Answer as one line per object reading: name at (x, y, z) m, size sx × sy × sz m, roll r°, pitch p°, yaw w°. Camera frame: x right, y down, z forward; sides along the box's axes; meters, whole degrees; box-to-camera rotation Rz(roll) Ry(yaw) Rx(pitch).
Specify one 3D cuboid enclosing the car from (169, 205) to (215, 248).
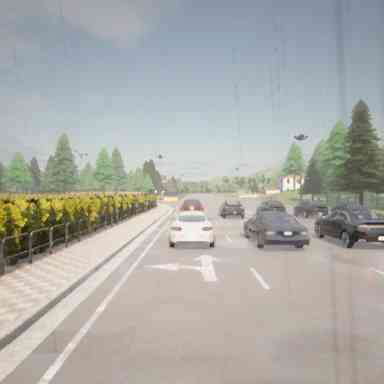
car at (0.000, 1.530, 14.650) m, size 1.812 × 1.442 × 4.674 m, roll 0°, pitch 0°, yaw 0°

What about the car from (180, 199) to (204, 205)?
car at (0.000, 1.363, 29.620) m, size 2.097 × 1.767 × 4.553 m, roll 0°, pitch 0°, yaw 0°

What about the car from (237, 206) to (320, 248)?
car at (3.500, 1.560, 14.650) m, size 2.033 × 1.411 × 5.357 m, roll 0°, pitch 0°, yaw 0°

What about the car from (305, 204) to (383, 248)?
car at (7.000, 1.492, 14.650) m, size 2.128 × 1.511 × 4.902 m, roll 0°, pitch 0°, yaw 0°

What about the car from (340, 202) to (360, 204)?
car at (14.000, 1.570, 29.650) m, size 1.994 × 1.385 × 4.181 m, roll 0°, pitch 0°, yaw 0°

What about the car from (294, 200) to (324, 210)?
car at (10.500, 1.514, 29.650) m, size 1.837 × 1.490 × 4.892 m, roll 0°, pitch 0°, yaw 0°

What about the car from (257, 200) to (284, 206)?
car at (7.000, 1.514, 29.650) m, size 1.837 × 1.490 × 4.892 m, roll 0°, pitch 0°, yaw 0°

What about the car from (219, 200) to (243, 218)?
car at (3.500, 1.493, 29.650) m, size 2.128 × 1.511 × 4.902 m, roll 0°, pitch 0°, yaw 0°
